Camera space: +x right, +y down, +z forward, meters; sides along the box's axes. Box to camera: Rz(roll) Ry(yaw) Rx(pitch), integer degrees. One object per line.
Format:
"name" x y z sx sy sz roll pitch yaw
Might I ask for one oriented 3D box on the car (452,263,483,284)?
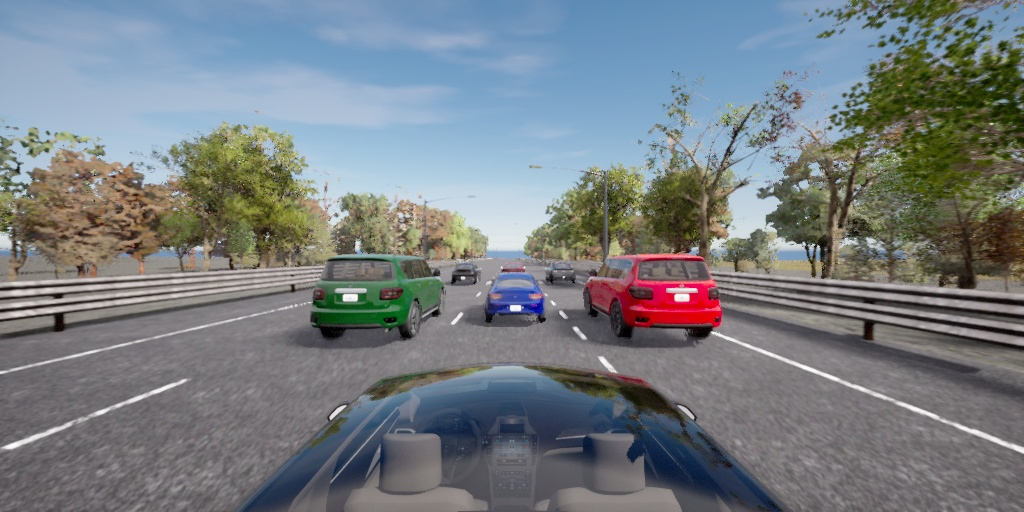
"car" -3.399 1.285 27.375 1.837 1.490 4.892 0 0 0

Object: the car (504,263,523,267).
"car" 0.096 1.260 28.832 1.882 1.535 5.008 0 0 0

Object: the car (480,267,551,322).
"car" 0.101 1.284 12.246 1.812 1.442 4.674 0 0 0

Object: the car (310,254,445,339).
"car" -3.401 0.977 10.226 2.150 2.045 5.566 0 0 0

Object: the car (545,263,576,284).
"car" 3.602 1.272 27.274 2.128 1.511 4.902 0 0 0

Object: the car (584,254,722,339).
"car" 3.600 0.977 10.274 2.150 2.045 5.566 0 0 0
